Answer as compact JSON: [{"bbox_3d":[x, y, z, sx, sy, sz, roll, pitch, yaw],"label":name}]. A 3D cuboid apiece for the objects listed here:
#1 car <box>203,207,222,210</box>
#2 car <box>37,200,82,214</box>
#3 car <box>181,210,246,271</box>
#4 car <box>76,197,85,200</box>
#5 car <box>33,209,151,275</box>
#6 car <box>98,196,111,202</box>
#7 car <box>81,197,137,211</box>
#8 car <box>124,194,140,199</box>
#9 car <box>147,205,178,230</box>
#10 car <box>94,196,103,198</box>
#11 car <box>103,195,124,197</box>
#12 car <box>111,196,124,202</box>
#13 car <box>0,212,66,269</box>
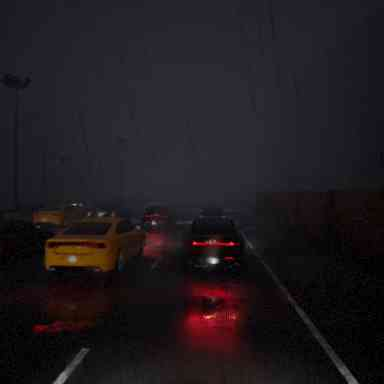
[{"bbox_3d":[1.416,1.701,22.866,1.994,1.385,4.181,0,0,4],"label":"car"},{"bbox_3d":[-9.082,1.582,23.219,1.882,1.535,5.008,0,0,4],"label":"car"},{"bbox_3d":[0.708,1.572,11.154,1.837,1.490,4.892,0,0,4],"label":"car"},{"bbox_3d":[-23.745,1.861,71.706,1.994,1.385,4.181,0,0,4],"label":"car"},{"bbox_3d":[-2.823,1.531,10.749,1.882,1.535,5.008,0,0,4],"label":"car"},{"bbox_3d":[-22.749,1.848,86.258,1.994,1.385,4.181,0,0,4],"label":"car"},{"bbox_3d":[-5.586,1.467,23.038,2.097,1.767,4.553,0,0,4],"label":"car"},{"bbox_3d":[-15.749,1.541,86.000,2.150,2.045,5.566,0,0,4],"label":"car"},{"bbox_3d":[-2.129,1.626,22.175,1.837,1.490,4.892,0,0,3],"label":"car"},{"bbox_3d":[-20.250,1.674,71.506,2.097,1.767,4.553,0,0,4],"label":"car"},{"bbox_3d":[-16.758,1.685,71.277,2.097,1.767,4.553,0,0,4],"label":"car"},{"bbox_3d":[-19.256,1.858,86.025,1.994,1.385,4.181,0,0,4],"label":"car"},{"bbox_3d":[-6.295,1.609,11.328,1.994,1.385,4.181,0,0,3],"label":"car"}]
